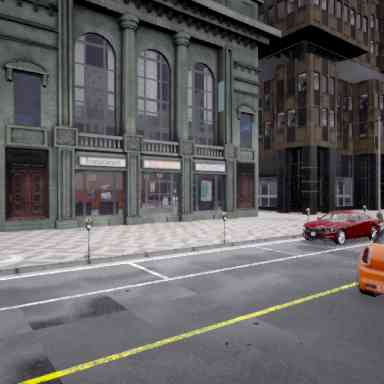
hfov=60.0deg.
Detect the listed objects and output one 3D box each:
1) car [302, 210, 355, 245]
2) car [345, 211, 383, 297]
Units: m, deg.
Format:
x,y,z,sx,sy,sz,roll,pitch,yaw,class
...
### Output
x,y,z,sx,sy,sz,roll,pitch,yaw,class
6.996,1.547,15.505,4.507,1.381,1.887,0,0,-35,car
5.678,1.354,7.359,4.553,1.767,2.097,0,0,-36,car
